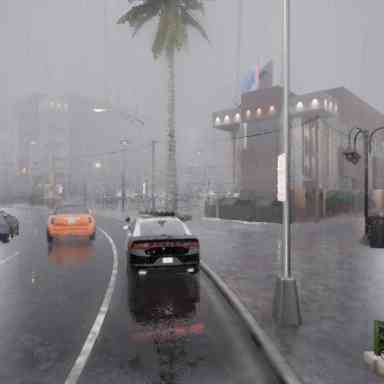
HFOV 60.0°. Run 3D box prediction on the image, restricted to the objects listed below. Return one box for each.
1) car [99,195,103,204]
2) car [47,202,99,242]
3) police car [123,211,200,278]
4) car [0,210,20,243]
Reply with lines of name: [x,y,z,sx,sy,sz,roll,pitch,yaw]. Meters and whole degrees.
car: [-14.576,1.237,56.454,4.553,1.767,2.185,0,0,42]
car: [-6.129,1.344,16.834,2.097,1.767,4.553,0,0,-21]
police car: [-1.110,1.423,10.451,1.930,1.638,5.238,0,0,-12]
car: [-9.487,1.555,15.798,1.994,1.385,4.181,0,0,-21]
